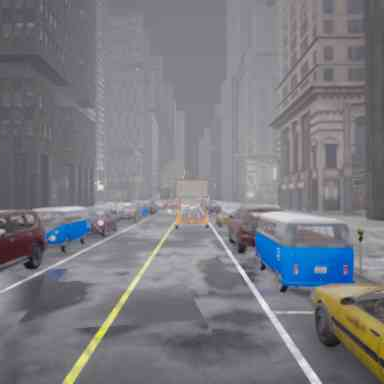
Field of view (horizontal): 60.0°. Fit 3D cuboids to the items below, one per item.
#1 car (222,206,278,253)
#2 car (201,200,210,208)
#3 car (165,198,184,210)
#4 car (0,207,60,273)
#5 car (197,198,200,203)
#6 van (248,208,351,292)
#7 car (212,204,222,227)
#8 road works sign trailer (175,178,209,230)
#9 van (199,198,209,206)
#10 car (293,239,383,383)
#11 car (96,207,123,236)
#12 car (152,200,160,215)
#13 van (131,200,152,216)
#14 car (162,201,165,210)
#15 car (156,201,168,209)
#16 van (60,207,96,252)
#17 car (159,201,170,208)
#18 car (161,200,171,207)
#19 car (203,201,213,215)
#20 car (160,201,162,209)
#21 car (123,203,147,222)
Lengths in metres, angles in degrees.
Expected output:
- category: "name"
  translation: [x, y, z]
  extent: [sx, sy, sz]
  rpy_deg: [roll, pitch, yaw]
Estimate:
- category: "car"
  translation: [2.771, 1.525, 14.538]
  extent: [2.192, 1.841, 5.009]
  rpy_deg: [0, -1, 0]
- category: "car"
  translation: [2.780, 2.353, 53.204]
  extent: [1.802, 1.307, 4.206]
  rpy_deg: [0, -1, 0]
- category: "car"
  translation: [-3.045, 2.205, 58.788]
  extent: [2.097, 1.767, 4.553]
  rpy_deg: [0, -1, 0]
- category: "car"
  translation: [-5.760, 1.446, 9.027]
  extent: [2.192, 1.841, 5.009]
  rpy_deg: [0, -1, 0]
- category: "car"
  translation: [2.785, 2.638, 75.302]
  extent: [1.887, 1.381, 4.507]
  rpy_deg: [0, -1, 0]
- category: "van"
  translation: [2.770, 1.471, 9.013]
  extent: [1.690, 1.788, 3.998]
  rpy_deg: [0, -1, 0]
- category: "car"
  translation: [2.773, 1.898, 25.753]
  extent: [1.752, 1.417, 4.829]
  rpy_deg: [0, -1, 0]
- category: "road works sign trailer"
  translation: [0.002, 0.806, 23.636]
  extent: [2.380, 3.560, 2.880]
  rpy_deg: [0, -1, 0]
- category: "van"
  translation: [2.783, 2.273, 64.257]
  extent: [1.690, 1.788, 3.998]
  rpy_deg: [0, -1, 0]
- category: "car"
  translation: [2.767, 1.579, 3.657]
  extent: [1.752, 1.417, 4.829]
  rpy_deg: [0, -1, 0]
- category: "car"
  translation: [-5.762, 1.730, 20.074]
  extent: [1.967, 1.590, 4.097]
  rpy_deg: [0, -1, 0]
- category: "car"
  translation: [-5.765, 1.926, 42.176]
  extent: [2.192, 1.841, 5.009]
  rpy_deg: [0, -1, 0]
- category: "van"
  translation: [-5.764, 1.872, 36.650]
  extent: [1.690, 1.788, 3.998]
  rpy_deg: [0, -1, 0]
- category: "car"
  translation: [-5.768, 2.375, 58.577]
  extent: [1.752, 1.417, 4.829]
  rpy_deg: [0, -1, 0]
- category: "car"
  translation: [-5.768, 2.477, 64.272]
  extent: [1.887, 1.381, 4.507]
  rpy_deg: [0, -1, 0]
- category: "van"
  translation: [-5.761, 1.551, 14.551]
  extent: [1.690, 1.788, 3.998]
  rpy_deg: [0, -1, 0]
- category: "car"
  translation: [-5.769, 2.558, 69.796]
  extent: [1.887, 1.381, 4.507]
  rpy_deg: [0, -1, 0]
- category: "car"
  translation: [-5.770, 2.639, 75.321]
  extent: [1.887, 1.381, 4.507]
  rpy_deg: [0, -1, 0]
- category: "car"
  translation: [2.777, 2.161, 42.156]
  extent: [2.008, 1.369, 4.403]
  rpy_deg: [0, -1, 0]
- category: "car"
  translation: [-5.766, 2.236, 47.697]
  extent: [1.887, 1.381, 4.507]
  rpy_deg: [0, -1, 0]
- category: "car"
  translation: [-5.764, 2.001, 31.122]
  extent: [2.008, 1.369, 4.403]
  rpy_deg: [0, -1, 0]
